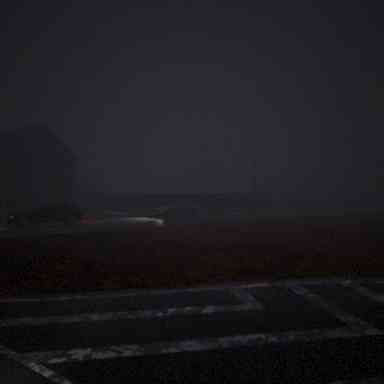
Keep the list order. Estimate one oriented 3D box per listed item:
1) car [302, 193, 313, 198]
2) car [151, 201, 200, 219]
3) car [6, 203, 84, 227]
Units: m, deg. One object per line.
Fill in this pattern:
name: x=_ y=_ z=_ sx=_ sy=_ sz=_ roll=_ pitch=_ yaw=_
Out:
car: x=30.224 y=1.714 z=86.703 sx=2.242 sy=1.667 sz=4.611 roll=0 pitch=0 yaw=35
car: x=-1.356 y=1.542 z=29.544 sx=4.674 sy=1.442 sz=1.812 roll=0 pitch=0 yaw=-37
car: x=-9.979 y=1.507 z=22.783 sx=4.892 sy=1.490 sz=1.837 roll=0 pitch=0 yaw=-38
